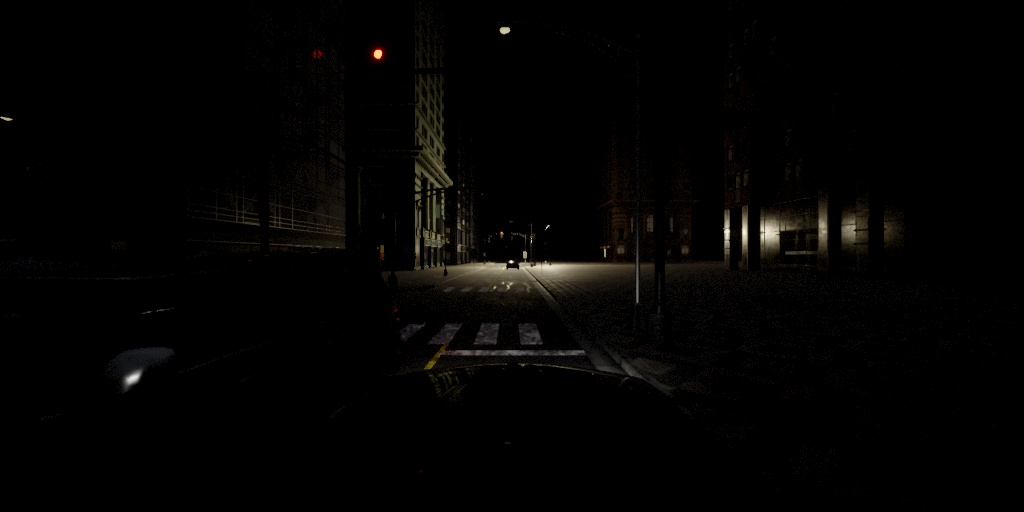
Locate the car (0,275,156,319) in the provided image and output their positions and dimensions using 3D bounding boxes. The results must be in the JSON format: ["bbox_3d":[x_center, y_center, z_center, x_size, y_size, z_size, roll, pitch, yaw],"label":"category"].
[{"bbox_3d":[-17.374,1.538,13.770,5.357,1.411,2.033,-1,0,0],"label":"car"}]

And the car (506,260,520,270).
[{"bbox_3d":[0.121,1.325,53.391,1.994,1.385,4.181,0,0,0],"label":"car"}]

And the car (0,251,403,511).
[{"bbox_3d":[-2.681,0.971,2.512,2.150,2.045,5.566,0,0,5],"label":"car"}]
